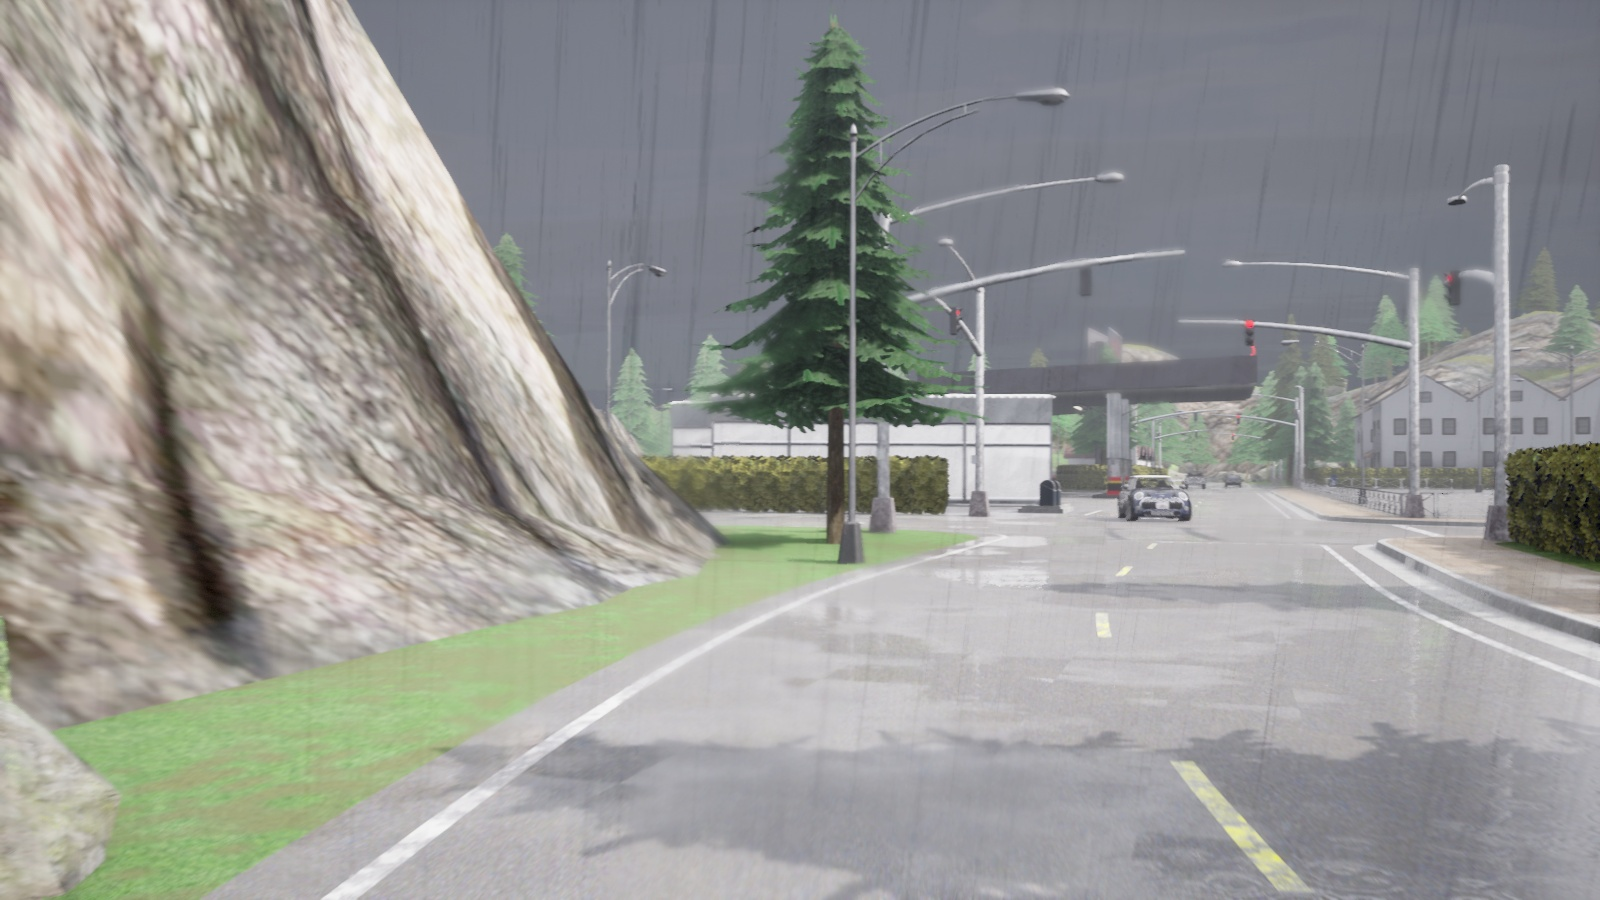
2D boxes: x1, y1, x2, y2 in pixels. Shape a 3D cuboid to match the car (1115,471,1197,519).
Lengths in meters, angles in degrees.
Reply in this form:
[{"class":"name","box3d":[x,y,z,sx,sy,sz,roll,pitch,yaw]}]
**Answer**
[{"class":"car","box3d":[11.588,1.433,41.095,1.970,1.475,3.806,0,-1,7]}]
